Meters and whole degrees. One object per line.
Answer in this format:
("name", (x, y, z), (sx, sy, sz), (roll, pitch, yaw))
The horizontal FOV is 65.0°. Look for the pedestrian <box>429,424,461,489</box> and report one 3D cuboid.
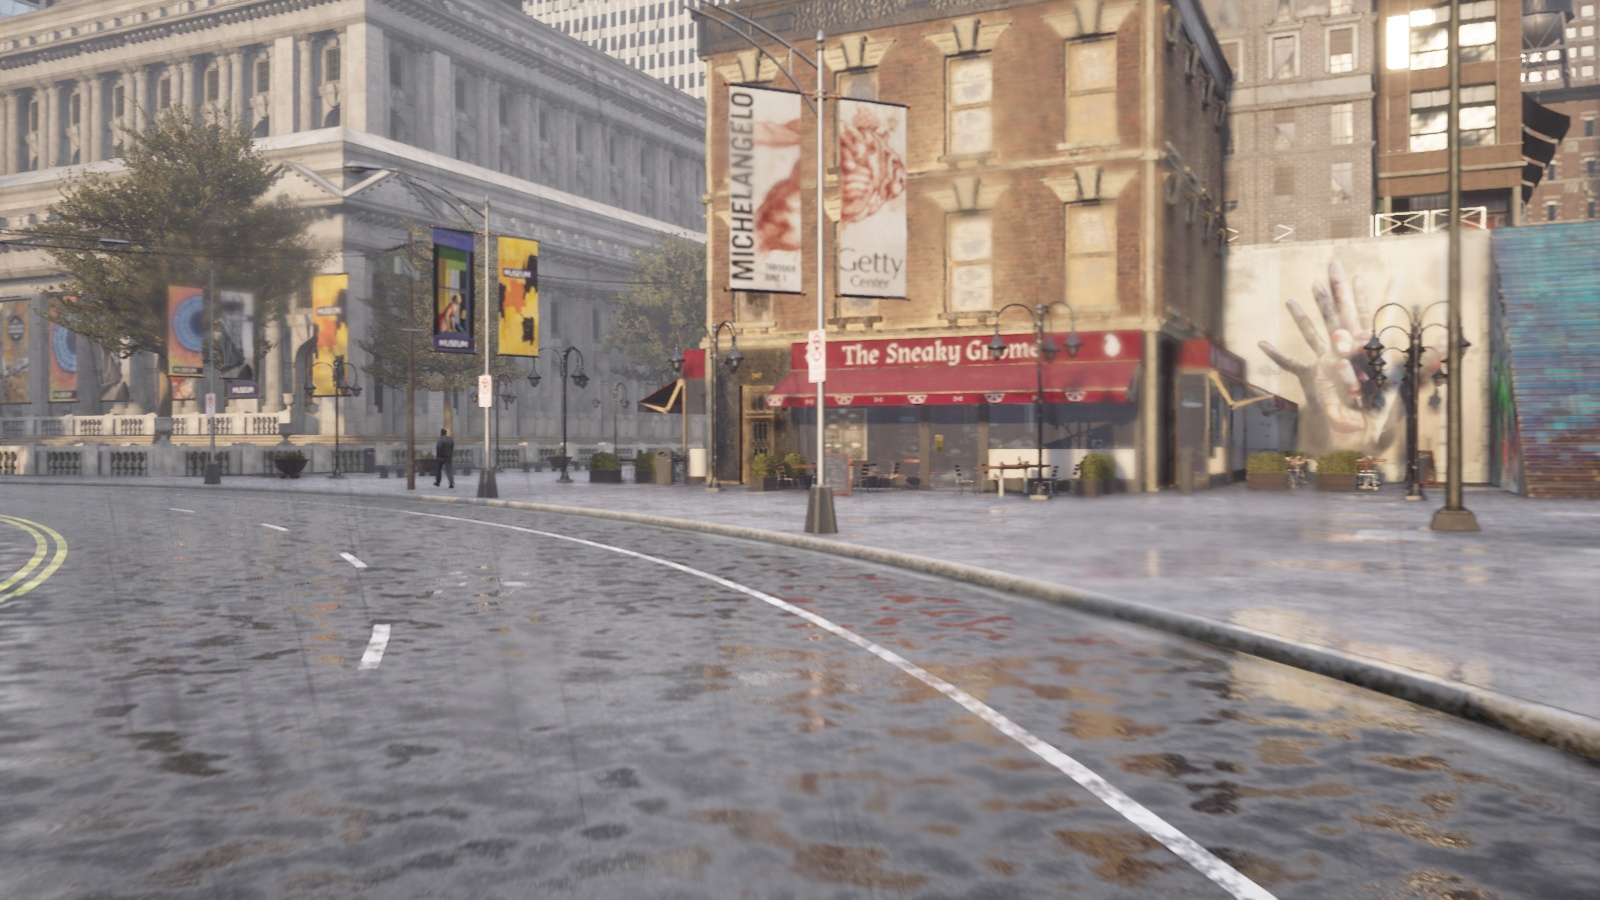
("pedestrian", (-10.452, 0.195, 36.963), (0.849, 1.883, 0.563), (0, 0, 43))
